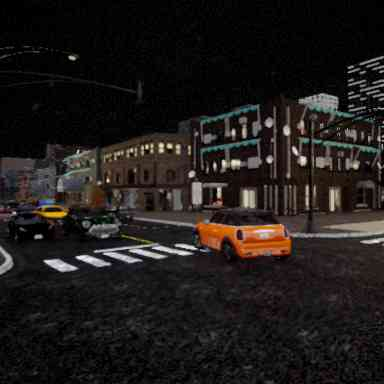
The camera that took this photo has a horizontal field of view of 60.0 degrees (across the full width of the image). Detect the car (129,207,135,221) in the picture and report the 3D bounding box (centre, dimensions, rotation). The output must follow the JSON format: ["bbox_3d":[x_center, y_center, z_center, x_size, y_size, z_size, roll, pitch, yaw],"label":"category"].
[{"bbox_3d":[-6.610,1.836,29.606,2.008,1.369,4.403,-1,0,-35],"label":"car"}]

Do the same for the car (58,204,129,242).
[{"bbox_3d":[-5.452,1.567,17.937,2.097,1.767,4.553,-1,0,-34],"label":"car"}]

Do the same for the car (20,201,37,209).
[{"bbox_3d":[-17.153,1.993,34.461,2.033,1.411,5.357,-1,0,-35],"label":"car"}]

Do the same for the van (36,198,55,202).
[{"bbox_3d":[-22.665,1.934,52.153,1.690,1.788,3.998,-1,0,-35],"label":"van"}]

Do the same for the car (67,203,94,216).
[{"bbox_3d":[-13.029,1.993,38.625,1.802,1.307,4.206,-1,0,-35],"label":"car"}]

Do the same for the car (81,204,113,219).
[{"bbox_3d":[-9.820,1.931,34.116,1.802,1.307,4.206,-1,0,-35],"label":"car"}]

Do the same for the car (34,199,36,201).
[{"bbox_3d":[-25.875,1.967,56.662,2.192,1.841,5.009,-1,0,-35],"label":"car"}]

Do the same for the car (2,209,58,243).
[{"bbox_3d":[-8.697,1.823,17.879,1.947,1.339,4.313,-1,0,-35],"label":"car"}]

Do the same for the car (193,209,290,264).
[{"bbox_3d":[1.592,1.391,12.252,2.097,1.767,4.553,-1,-1,-17],"label":"car"}]

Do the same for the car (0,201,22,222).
[{"bbox_3d":[-16.649,1.856,29.254,1.967,1.590,4.097,-1,0,-35],"label":"car"}]

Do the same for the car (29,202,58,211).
[{"bbox_3d":[-10.769,1.798,25.476,1.882,1.535,5.008,-1,0,-35],"label":"car"}]
